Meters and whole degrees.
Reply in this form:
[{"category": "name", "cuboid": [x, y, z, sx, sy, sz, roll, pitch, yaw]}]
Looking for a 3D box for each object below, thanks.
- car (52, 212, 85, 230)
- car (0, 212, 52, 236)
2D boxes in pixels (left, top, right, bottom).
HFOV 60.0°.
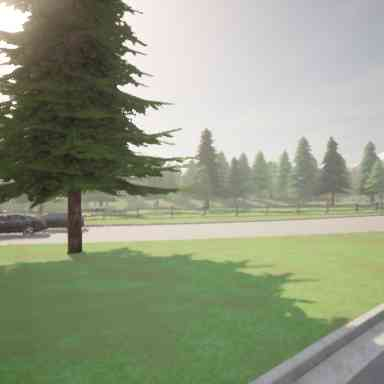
[{"category": "car", "cuboid": [-10.901, 2.301, 26.349, 4.674, 1.442, 1.812, -1, -1, -11]}, {"category": "car", "cuboid": [-12.403, 2.220, 22.430, 4.892, 1.490, 1.837, -1, -2, -15]}]
